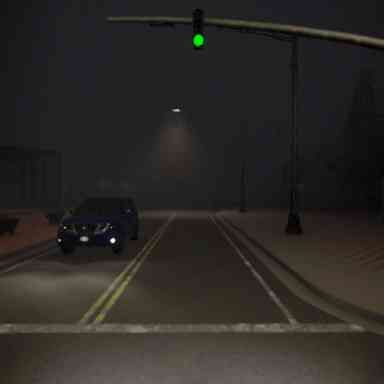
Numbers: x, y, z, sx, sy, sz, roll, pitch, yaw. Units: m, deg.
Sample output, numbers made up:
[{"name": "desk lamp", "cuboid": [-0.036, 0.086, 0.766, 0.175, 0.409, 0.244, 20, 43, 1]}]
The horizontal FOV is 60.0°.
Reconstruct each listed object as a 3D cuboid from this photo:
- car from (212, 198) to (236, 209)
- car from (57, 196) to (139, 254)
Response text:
[{"name": "car", "cuboid": [4.526, 1.587, 47.215, 1.812, 1.442, 4.674, -1, 0, 36]}, {"name": "car", "cuboid": [-3.591, 1.215, 13.872, 2.150, 2.045, 5.566, 0, 0, 0]}]
